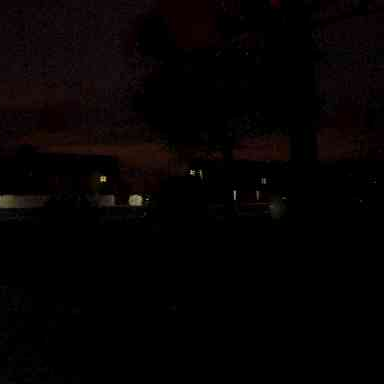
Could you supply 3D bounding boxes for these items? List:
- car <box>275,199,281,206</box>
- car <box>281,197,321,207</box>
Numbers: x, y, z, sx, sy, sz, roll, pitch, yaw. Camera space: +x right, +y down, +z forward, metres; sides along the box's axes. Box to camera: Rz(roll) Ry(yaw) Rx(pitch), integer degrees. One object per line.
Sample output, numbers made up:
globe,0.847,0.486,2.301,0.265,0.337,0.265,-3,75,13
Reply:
car,14.600,1.287,49.204,4.902,1.511,2.128,0,0,-19
car,15.648,1.342,46.128,5.357,1.411,2.033,0,0,-19
